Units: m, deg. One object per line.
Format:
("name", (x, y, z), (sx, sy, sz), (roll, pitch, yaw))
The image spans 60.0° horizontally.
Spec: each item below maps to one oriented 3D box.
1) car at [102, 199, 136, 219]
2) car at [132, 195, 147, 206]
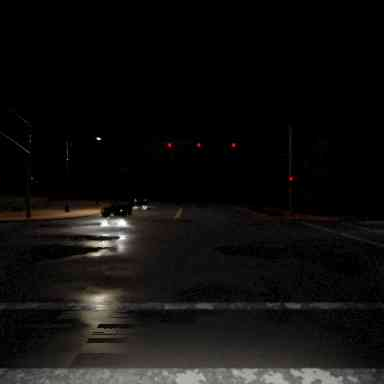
("car", (-6.578, 1.592, 29.565), (1.895, 1.301, 4.718), (0, 0, 0))
("car", (-8.712, 1.327, 54.264), (2.097, 1.767, 4.553), (0, 0, -18))
